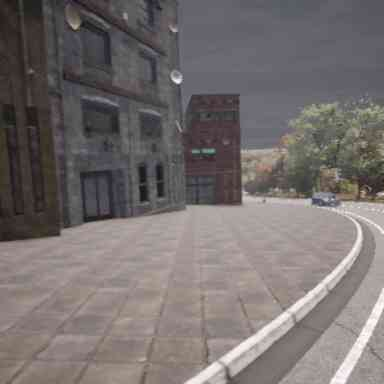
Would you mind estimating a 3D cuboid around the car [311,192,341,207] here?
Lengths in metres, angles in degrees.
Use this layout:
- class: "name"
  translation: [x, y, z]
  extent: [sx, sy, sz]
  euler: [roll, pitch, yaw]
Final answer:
- class: "car"
  translation: [15.906, 0.768, 39.656]
  extent: [2.097, 1.767, 4.553]
  euler: [-2, 0, 1]
